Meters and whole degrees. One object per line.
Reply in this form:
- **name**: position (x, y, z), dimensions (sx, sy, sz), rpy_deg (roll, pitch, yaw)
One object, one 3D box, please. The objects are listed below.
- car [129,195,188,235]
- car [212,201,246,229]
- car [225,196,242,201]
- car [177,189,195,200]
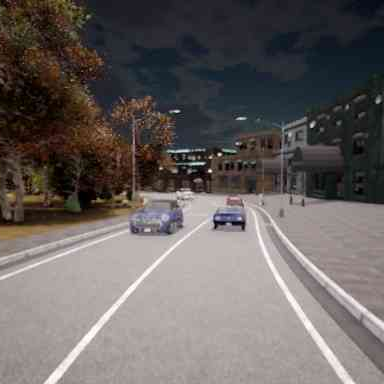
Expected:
- **car**: position (-1.785, 1.231, 18.133), dimensions (2.097, 1.767, 4.553), rpy_deg (1, 1, 9)
- **car**: position (2.424, 1.498, 20.818), dimensions (1.895, 1.301, 4.718), rpy_deg (1, 1, 9)
- **car**: position (4.819, 1.182, 38.501), dimensions (1.812, 1.442, 4.674), rpy_deg (1, 1, 4)
- **car**: position (-1.166, 0.413, 59.501), dimensions (2.150, 2.045, 5.566), rpy_deg (0, 2, -17)
